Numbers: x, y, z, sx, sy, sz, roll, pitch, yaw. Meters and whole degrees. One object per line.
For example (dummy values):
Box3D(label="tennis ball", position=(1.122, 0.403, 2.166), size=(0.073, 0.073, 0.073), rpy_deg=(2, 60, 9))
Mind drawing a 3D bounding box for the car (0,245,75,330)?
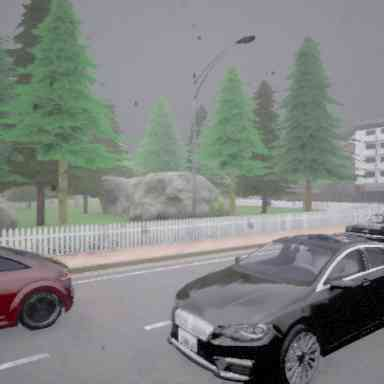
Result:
Box3D(label="car", position=(-4.120, 1.564, 5.347), size=(4.181, 1.385, 1.994), rpy_deg=(0, 0, -35))

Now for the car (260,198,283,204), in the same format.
Box3D(label="car", position=(15.064, 1.478, 63.347), size=(1.882, 1.535, 5.008), rpy_deg=(0, 0, -34))

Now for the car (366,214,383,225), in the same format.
Box3D(label="car", position=(8.633, 1.601, 14.337), size=(4.718, 1.301, 1.895), rpy_deg=(0, 0, -35))

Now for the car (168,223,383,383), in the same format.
Box3D(label="car", position=(1.942, 1.492, 5.365), size=(4.902, 1.511, 2.128), rpy_deg=(0, 0, -35))
